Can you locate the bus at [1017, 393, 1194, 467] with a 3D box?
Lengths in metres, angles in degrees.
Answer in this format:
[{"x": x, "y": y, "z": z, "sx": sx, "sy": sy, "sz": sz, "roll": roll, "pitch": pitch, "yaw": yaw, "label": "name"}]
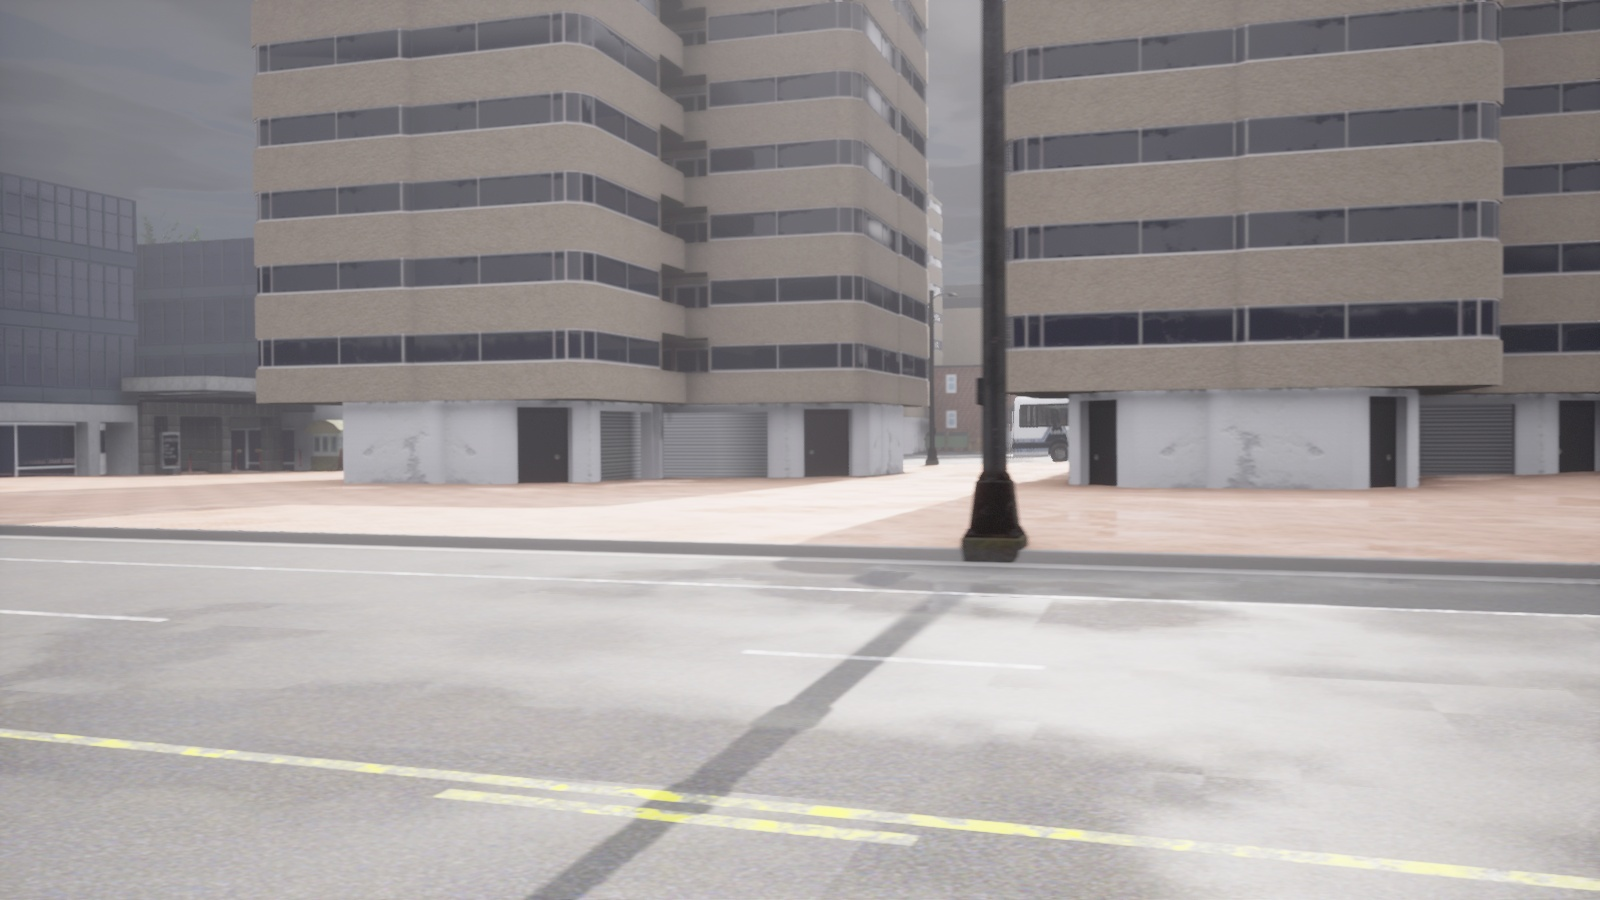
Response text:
[{"x": 18.902, "y": -1.202, "z": 77.625, "sx": 10.273, "sy": 4.253, "sz": 3.944, "roll": -1, "pitch": 1, "yaw": 17, "label": "bus"}]
